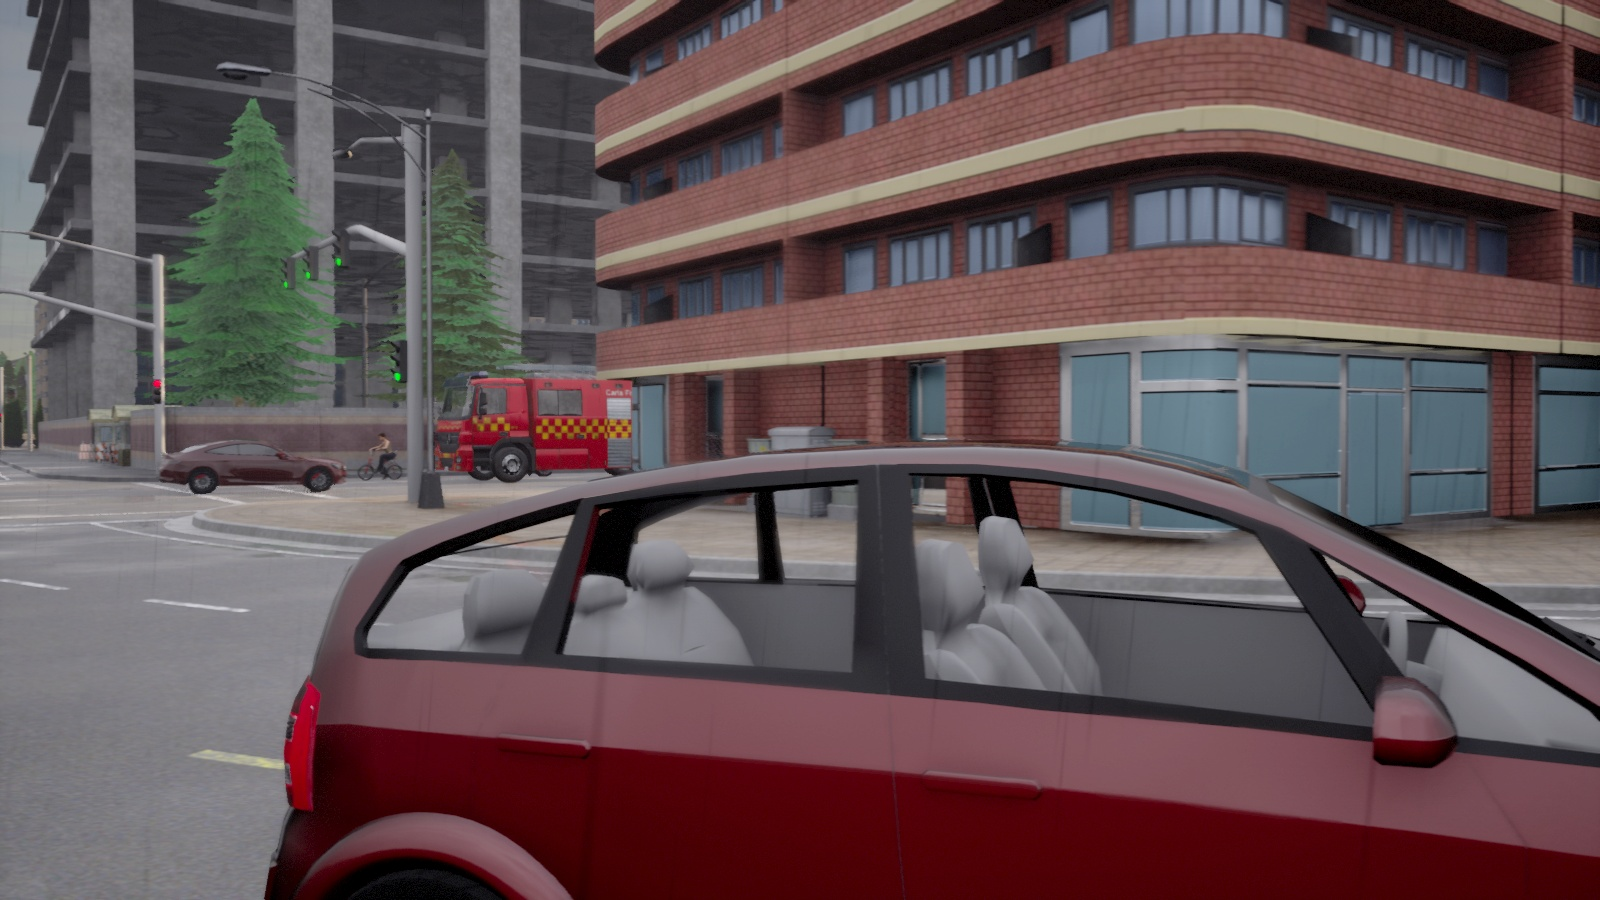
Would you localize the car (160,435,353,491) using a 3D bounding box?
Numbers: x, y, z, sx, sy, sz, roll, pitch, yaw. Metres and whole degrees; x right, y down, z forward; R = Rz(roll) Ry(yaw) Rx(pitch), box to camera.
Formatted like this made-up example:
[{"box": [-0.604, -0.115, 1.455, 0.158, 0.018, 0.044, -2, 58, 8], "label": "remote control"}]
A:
[{"box": [-14.665, 0.323, 33.970, 4.674, 1.442, 1.812, 0, 1, -26], "label": "car"}]

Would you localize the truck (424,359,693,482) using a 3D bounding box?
[{"box": [-8.048, -0.965, 42.526, 8.468, 3.827, 2.891, 0, 1, -34], "label": "truck"}]

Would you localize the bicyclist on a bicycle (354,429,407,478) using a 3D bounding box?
[{"box": [-14.215, 0.111, 42.576, 1.509, 1.612, 0.866, 0, 1, -34], "label": "bicyclist on a bicycle"}]

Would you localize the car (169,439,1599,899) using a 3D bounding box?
[{"box": [0.677, 0.763, 2.959, 3.705, 1.549, 1.789, 0, 1, 19], "label": "car"}]
